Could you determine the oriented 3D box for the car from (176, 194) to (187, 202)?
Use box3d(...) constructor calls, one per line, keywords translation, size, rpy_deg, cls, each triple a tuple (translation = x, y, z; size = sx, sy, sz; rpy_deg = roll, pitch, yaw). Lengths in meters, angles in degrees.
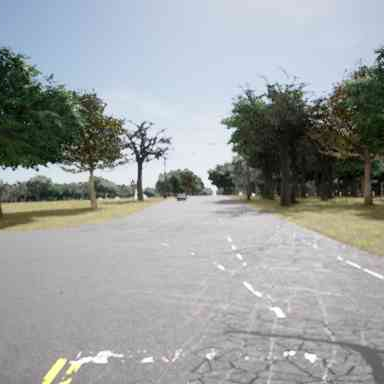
box3d(translation=(-1.990, 1.011, 63.091), size=(2.033, 1.411, 5.357), rpy_deg=(-1, 1, 2), cls="car")
